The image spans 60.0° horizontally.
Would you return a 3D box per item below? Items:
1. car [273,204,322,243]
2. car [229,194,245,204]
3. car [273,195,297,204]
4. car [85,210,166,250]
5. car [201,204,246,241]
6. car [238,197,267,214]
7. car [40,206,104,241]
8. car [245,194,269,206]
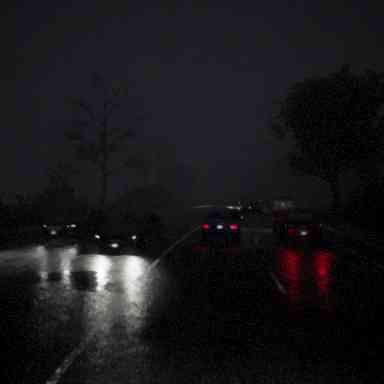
[{"bbox_3d":[5.118,1.563,16.457,1.812,1.442,4.674,0,0,9],"label":"car"},{"bbox_3d":[8.276,1.303,57.855,2.150,2.045,5.566,0,0,29],"label":"car"},{"bbox_3d":[9.795,1.302,35.163,2.150,2.045,5.566,0,0,19],"label":"car"},{"bbox_3d":[-2.465,1.556,14.663,2.033,1.411,5.357,0,0,7],"label":"car"},{"bbox_3d":[1.597,1.573,16.908,2.033,1.411,5.357,0,0,9],"label":"car"},{"bbox_3d":[6.718,1.631,36.822,1.994,1.385,4.181,0,0,19],"label":"car"},{"bbox_3d":[-5.625,1.491,16.802,2.128,1.511,4.902,0,0,9],"label":"car"},{"bbox_3d":[11.297,1.320,56.080,2.150,2.045,5.566,0,0,29],"label":"car"}]
